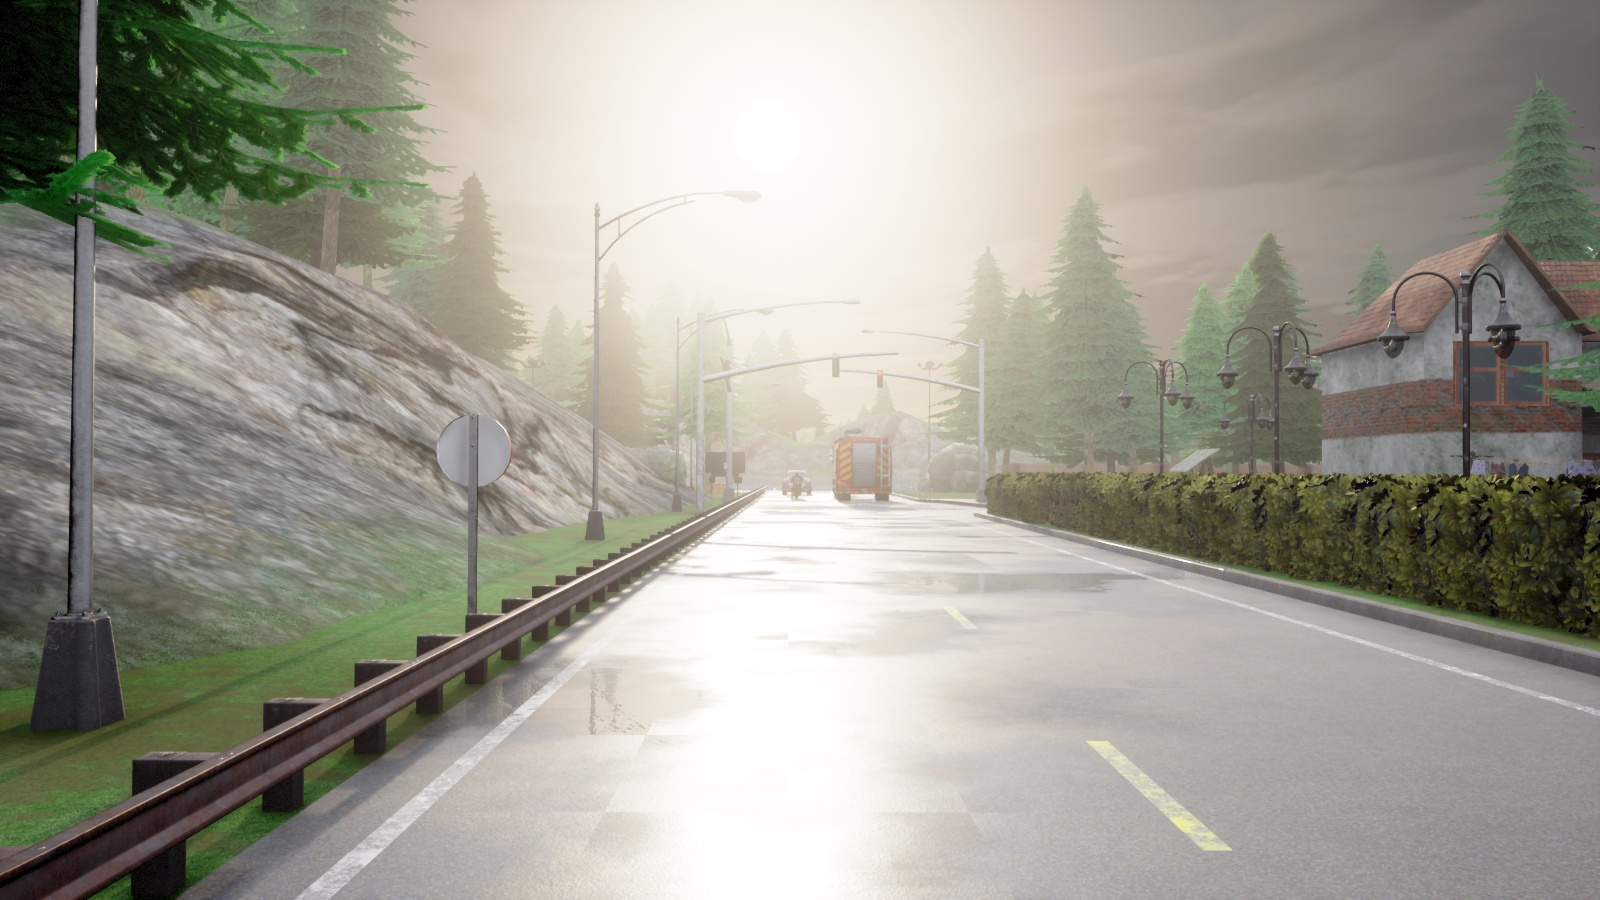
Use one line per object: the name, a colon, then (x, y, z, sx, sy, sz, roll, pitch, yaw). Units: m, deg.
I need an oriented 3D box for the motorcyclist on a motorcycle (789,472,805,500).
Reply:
motorcyclist on a motorcycle: (-0.166, 2.027, 70.237, 0.866, 1.530, 2.191, 0, -1, 0)

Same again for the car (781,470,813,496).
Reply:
car: (-0.189, 2.132, 82.760, 2.033, 1.649, 4.856, 0, -1, 0)

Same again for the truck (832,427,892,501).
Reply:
truck: (3.331, 0.800, 69.474, 2.891, 3.827, 8.468, 0, -1, 0)
